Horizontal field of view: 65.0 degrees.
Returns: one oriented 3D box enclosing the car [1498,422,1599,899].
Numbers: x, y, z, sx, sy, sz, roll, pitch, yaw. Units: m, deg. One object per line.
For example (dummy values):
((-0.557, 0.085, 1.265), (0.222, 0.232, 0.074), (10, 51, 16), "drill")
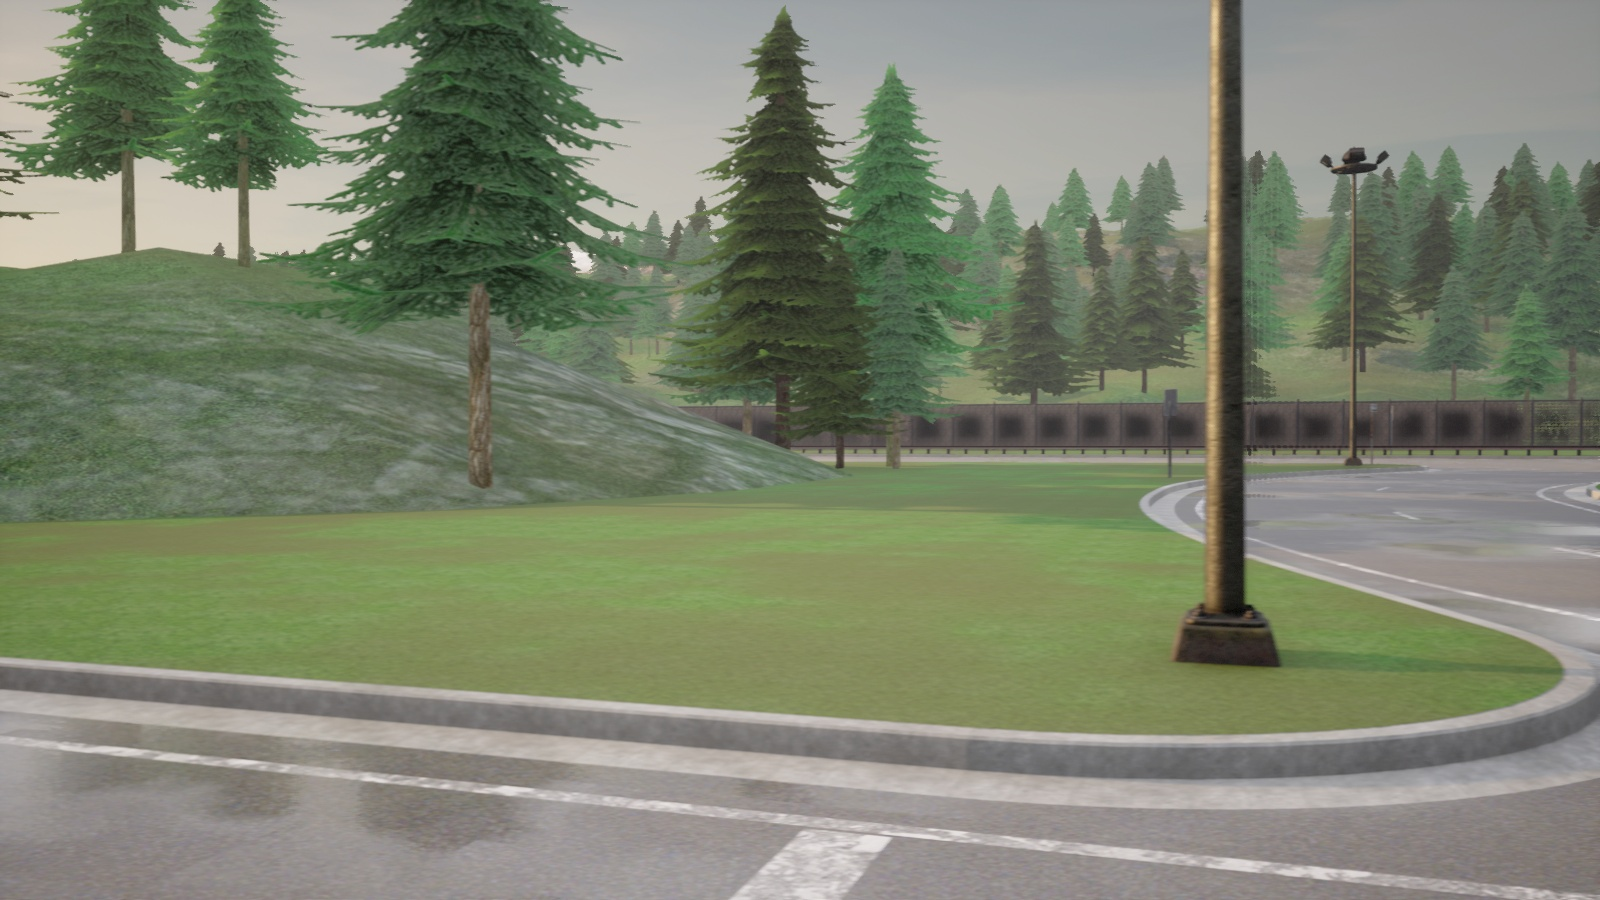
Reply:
((4.201, 0.753, 1.779), (5.366, 1.575, 1.801), (1, 1, 19), "car")
